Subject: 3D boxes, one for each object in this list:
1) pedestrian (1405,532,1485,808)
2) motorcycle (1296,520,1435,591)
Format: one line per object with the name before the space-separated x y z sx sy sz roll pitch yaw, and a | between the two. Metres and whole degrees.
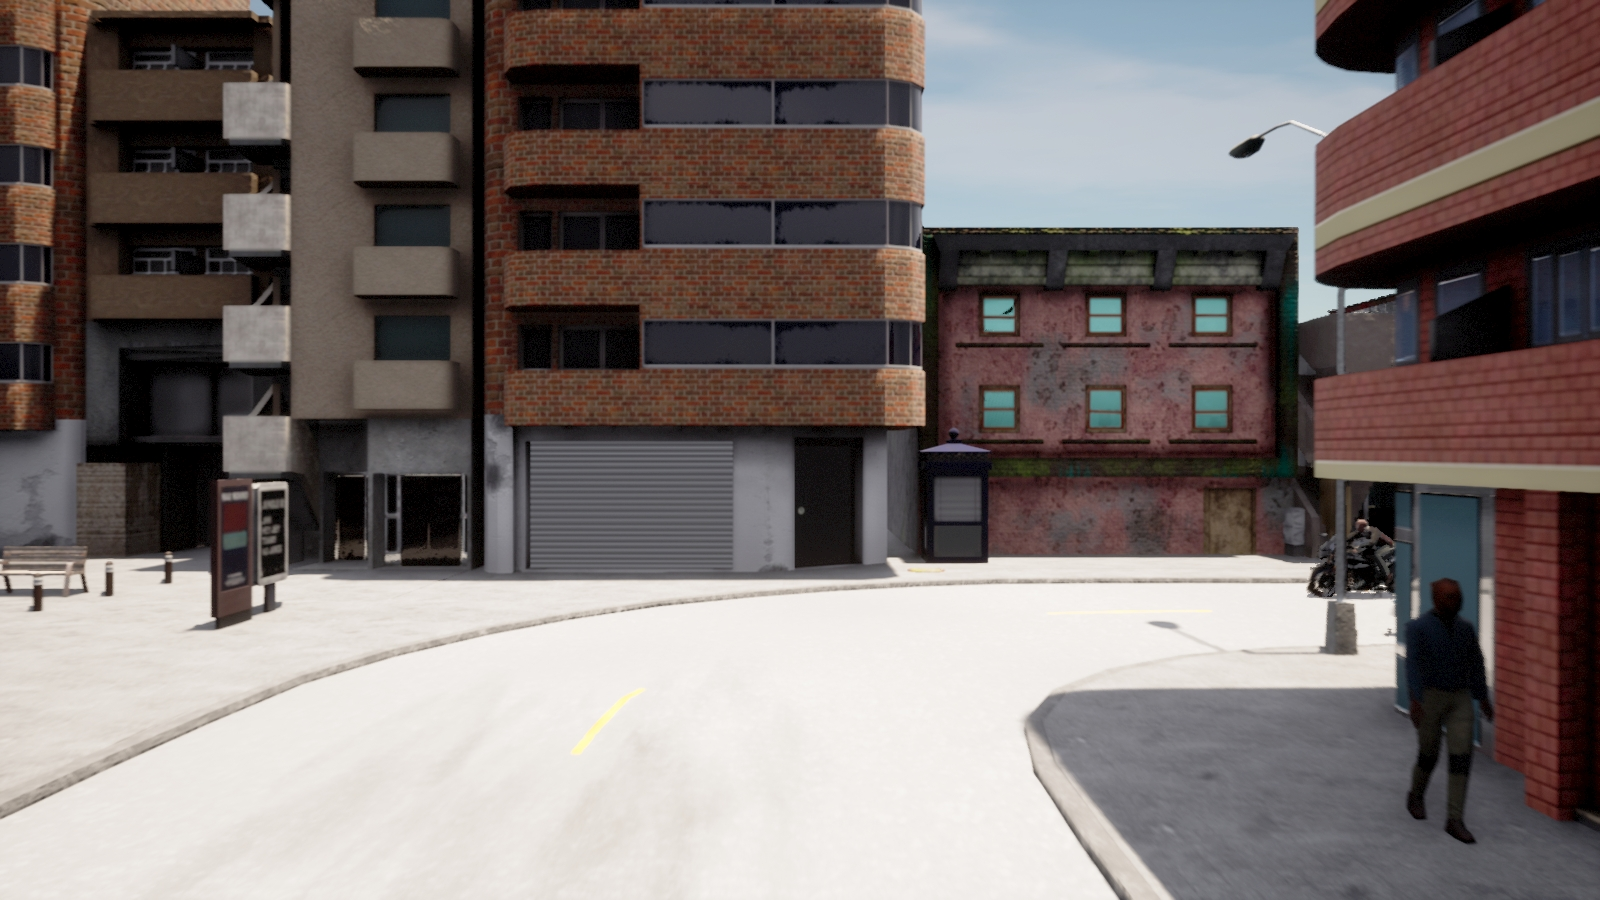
pedestrian | 4.537 1.524 8.044 0.375 1.860 0.375 0 0 7
motorcycle | 10.734 1.985 21.737 2.209 1.251 0.867 0 1 -3
